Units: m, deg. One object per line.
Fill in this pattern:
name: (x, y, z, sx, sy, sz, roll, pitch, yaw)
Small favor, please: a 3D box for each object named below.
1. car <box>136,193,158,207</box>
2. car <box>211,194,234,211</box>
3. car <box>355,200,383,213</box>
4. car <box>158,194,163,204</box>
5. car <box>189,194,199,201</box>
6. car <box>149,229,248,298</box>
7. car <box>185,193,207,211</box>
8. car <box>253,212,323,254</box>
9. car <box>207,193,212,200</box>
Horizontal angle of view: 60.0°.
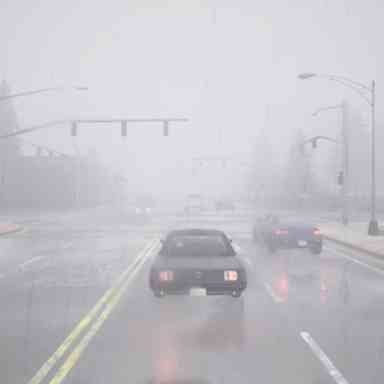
car: (-6.805, 1.150, 49.094, 2.150, 2.045, 5.566, 0, 0, 1)
car: (3.818, 1.292, 40.397, 2.097, 1.767, 4.553, 0, 0, 0)
car: (20.447, 1.547, 36.181, 4.718, 1.301, 1.895, 0, 0, 0)
car: (-6.695, 1.260, 62.960, 2.097, 1.767, 4.553, 0, 0, 1)
car: (0.403, 1.281, 73.688, 2.033, 1.411, 5.357, 0, 0, 0)
car: (0.109, 1.588, 8.455, 1.895, 1.301, 4.718, 0, 0, 0)
car: (0.315, 1.163, 39.753, 2.150, 2.045, 5.566, 0, 0, 0)
car: (3.653, 1.506, 13.242, 1.812, 1.442, 4.674, 0, 0, 0)
car: (3.903, 1.096, 73.639, 2.097, 1.767, 4.553, 0, 0, 0)
